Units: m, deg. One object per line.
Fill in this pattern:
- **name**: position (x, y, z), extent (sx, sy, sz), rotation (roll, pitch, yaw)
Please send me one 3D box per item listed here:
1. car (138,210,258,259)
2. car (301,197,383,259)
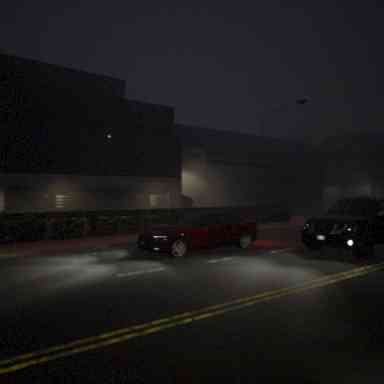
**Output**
- **car**: position (0.346, 1.480, 12.816), extent (5.008, 1.535, 1.882), rotation (0, 0, -35)
- **car**: position (6.688, 1.229, 13.006), extent (5.566, 2.045, 2.150), rotation (0, 0, -35)
